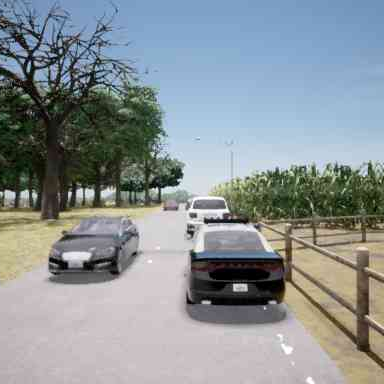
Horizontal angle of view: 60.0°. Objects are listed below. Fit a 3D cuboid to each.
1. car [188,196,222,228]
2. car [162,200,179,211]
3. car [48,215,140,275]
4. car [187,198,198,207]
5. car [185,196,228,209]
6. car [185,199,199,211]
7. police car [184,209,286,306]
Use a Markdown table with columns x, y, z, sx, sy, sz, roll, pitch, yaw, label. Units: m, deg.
| x | y | z | sx | sy | sz | roll | pitch | yaw | label |
| --- | --- | --- | --- | --- | --- | --- | --- | --- | --- |
| 0.843 | 1.313 | 24.213 | 2.150 | 2.045 | 5.566 | 0 | 0 | 0 | car |
| -2.717 | 1.737 | 43.524 | 1.812 | 1.442 | 4.674 | 0 | 0 | 0 | car |
| -2.842 | 1.513 | 10.582 | 2.128 | 1.511 | 4.902 | 0 | 0 | 0 | car |
| 0.045 | 1.877 | 59.193 | 1.837 | 1.490 | 4.892 | 0 | -1 | 0 | car |
| 0.838 | 1.279 | 18.211 | 2.150 | 2.045 | 5.566 | 0 | 0 | 0 | car |
| 0.057 | 1.757 | 46.289 | 1.812 | 1.442 | 4.674 | 0 | 0 | 1 | car |
| 0.830 | 1.440 | 8.284 | 1.930 | 1.638 | 5.238 | 0 | 0 | 0 | police car |
